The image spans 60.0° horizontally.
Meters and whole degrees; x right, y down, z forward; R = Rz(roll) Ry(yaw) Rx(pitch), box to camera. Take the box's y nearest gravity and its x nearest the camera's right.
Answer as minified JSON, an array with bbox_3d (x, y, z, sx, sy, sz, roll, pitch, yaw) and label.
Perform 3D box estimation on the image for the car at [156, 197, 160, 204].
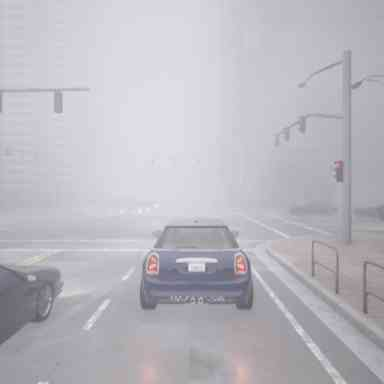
[{"bbox_3d":[-6.968,1.595,61.057,1.895,1.301,4.718,0,0,0],"label":"car"}]

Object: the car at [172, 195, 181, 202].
[{"bbox_3d":[-3.383,1.458,72.231,2.033,1.411,5.357,0,0,0],"label":"car"}]

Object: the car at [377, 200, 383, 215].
[{"bbox_3d":[20.844,1.502,32.080,4.892,1.490,1.837,0,0,1],"label":"car"}]

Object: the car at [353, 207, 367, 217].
[{"bbox_3d":[16.502,1.598,28.634,4.718,1.301,1.895,0,0,1],"label":"car"}]

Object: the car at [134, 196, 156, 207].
[{"bbox_3d":[-7.013,1.559,50.406,1.994,1.385,4.181,0,0,0],"label":"car"}]

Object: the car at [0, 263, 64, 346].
[{"bbox_3d":[-3.414,1.547,4.142,2.033,1.411,5.357,0,0,-1],"label":"car"}]

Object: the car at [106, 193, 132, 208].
[{"bbox_3d":[-10.519,1.347,48.143,2.097,1.767,4.553,0,0,0],"label":"car"}]

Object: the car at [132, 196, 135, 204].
[{"bbox_3d":[-10.477,1.500,58.695,1.837,1.490,4.892,0,0,0],"label":"car"}]

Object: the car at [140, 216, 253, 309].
[{"bbox_3d":[0.092,1.351,8.000,2.097,1.767,4.553,0,0,0],"label":"car"}]

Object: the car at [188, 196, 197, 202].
[{"bbox_3d":[0.122,1.546,72.632,1.994,1.385,4.181,0,0,0],"label":"car"}]

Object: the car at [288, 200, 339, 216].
[{"bbox_3d":[11.708,1.522,32.177,4.674,1.442,1.812,0,0,1],"label":"car"}]

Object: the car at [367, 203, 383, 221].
[{"bbox_3d":[16.239,1.501,24.951,4.892,1.490,1.837,0,0,0],"label":"car"}]
